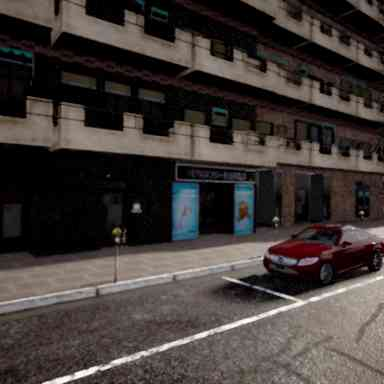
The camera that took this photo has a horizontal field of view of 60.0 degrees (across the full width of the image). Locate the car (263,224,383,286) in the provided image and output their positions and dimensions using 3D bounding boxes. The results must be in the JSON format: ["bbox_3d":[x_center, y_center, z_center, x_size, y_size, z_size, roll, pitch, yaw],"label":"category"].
[{"bbox_3d":[3.849,1.583,9.368,4.206,1.307,1.802,0,1,-36],"label":"car"}]
